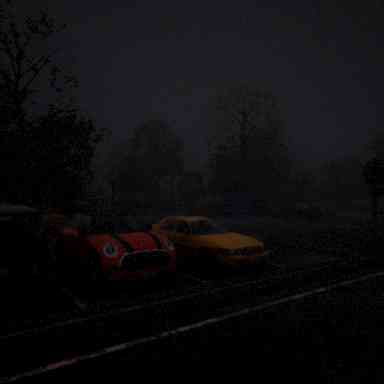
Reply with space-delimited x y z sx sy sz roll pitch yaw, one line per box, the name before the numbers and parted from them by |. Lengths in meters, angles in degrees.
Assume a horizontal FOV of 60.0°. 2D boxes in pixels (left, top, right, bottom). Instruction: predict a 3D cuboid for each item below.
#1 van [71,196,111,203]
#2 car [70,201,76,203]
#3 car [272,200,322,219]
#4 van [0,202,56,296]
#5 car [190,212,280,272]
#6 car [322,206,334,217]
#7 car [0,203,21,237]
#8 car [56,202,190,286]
van | -6.524 1.270 21.582 1.878 1.987 4.442 0 0 -36
car | -8.968 1.477 20.193 1.946 1.575 5.366 0 0 -36
car | 10.293 1.872 33.805 2.002 1.452 4.674 2 -1 -36
van | -4.847 1.244 7.957 1.878 1.987 4.442 0 0 -36
car | 0.160 1.489 11.193 1.946 1.575 5.366 0 0 -36
car | 12.842 1.778 35.696 2.185 1.767 4.553 2 -1 -36
car | -11.128 1.467 18.638 1.946 1.575 5.366 0 0 -36
car | -2.333 1.349 9.663 2.185 1.767 4.553 0 0 -36
